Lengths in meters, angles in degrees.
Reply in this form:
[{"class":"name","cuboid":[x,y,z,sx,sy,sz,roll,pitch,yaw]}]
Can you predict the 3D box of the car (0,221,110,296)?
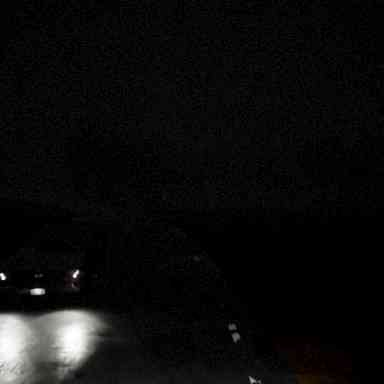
[{"class":"car","cuboid":[-3.343,1.546,9.078,2.033,1.411,5.357,0,0,-8]}]
